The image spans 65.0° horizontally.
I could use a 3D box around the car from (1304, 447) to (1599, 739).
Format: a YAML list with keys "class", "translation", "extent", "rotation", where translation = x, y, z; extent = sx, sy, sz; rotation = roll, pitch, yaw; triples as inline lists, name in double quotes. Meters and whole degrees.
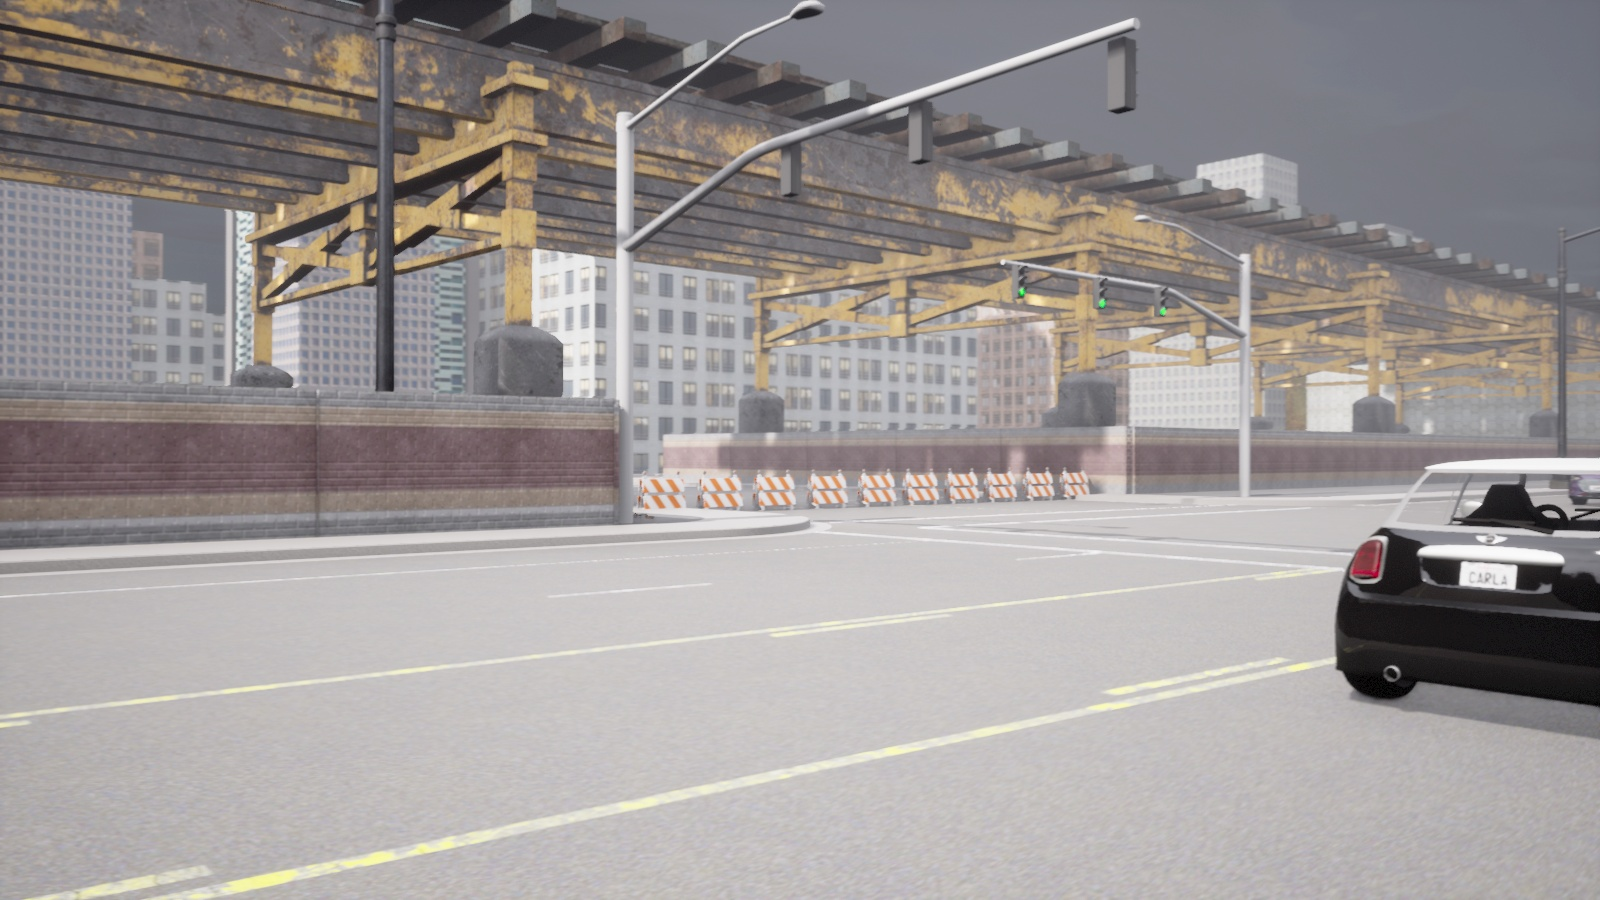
- class: "car"
  translation: [5.123, 0.723, 7.993]
  extent: [3.806, 1.475, 1.970]
  rotation: [0, 0, -40]

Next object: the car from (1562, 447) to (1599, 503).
- class: "car"
  translation: [25.193, 0.731, 38.142]
  extent: [4.856, 1.649, 2.033]
  rotation: [0, 0, -39]
